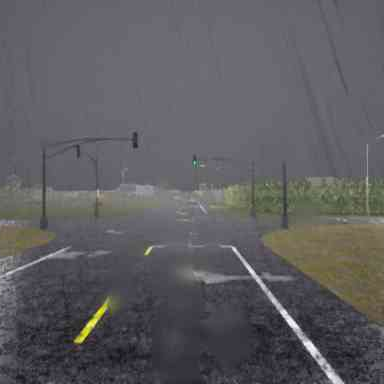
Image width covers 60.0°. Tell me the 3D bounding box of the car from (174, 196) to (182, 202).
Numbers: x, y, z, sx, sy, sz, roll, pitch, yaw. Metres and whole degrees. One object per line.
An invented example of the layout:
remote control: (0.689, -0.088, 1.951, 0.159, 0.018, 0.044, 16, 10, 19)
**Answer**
car: (-3.486, 1.713, 81.489, 1.837, 1.490, 4.892, 0, 0, 0)

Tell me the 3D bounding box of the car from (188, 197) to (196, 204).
car: (0.013, 2.126, 77.261, 1.994, 1.385, 4.181, 0, 0, 0)

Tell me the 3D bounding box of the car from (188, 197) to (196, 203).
car: (0.014, 2.114, 87.310, 1.994, 1.385, 4.181, 0, 0, 0)
